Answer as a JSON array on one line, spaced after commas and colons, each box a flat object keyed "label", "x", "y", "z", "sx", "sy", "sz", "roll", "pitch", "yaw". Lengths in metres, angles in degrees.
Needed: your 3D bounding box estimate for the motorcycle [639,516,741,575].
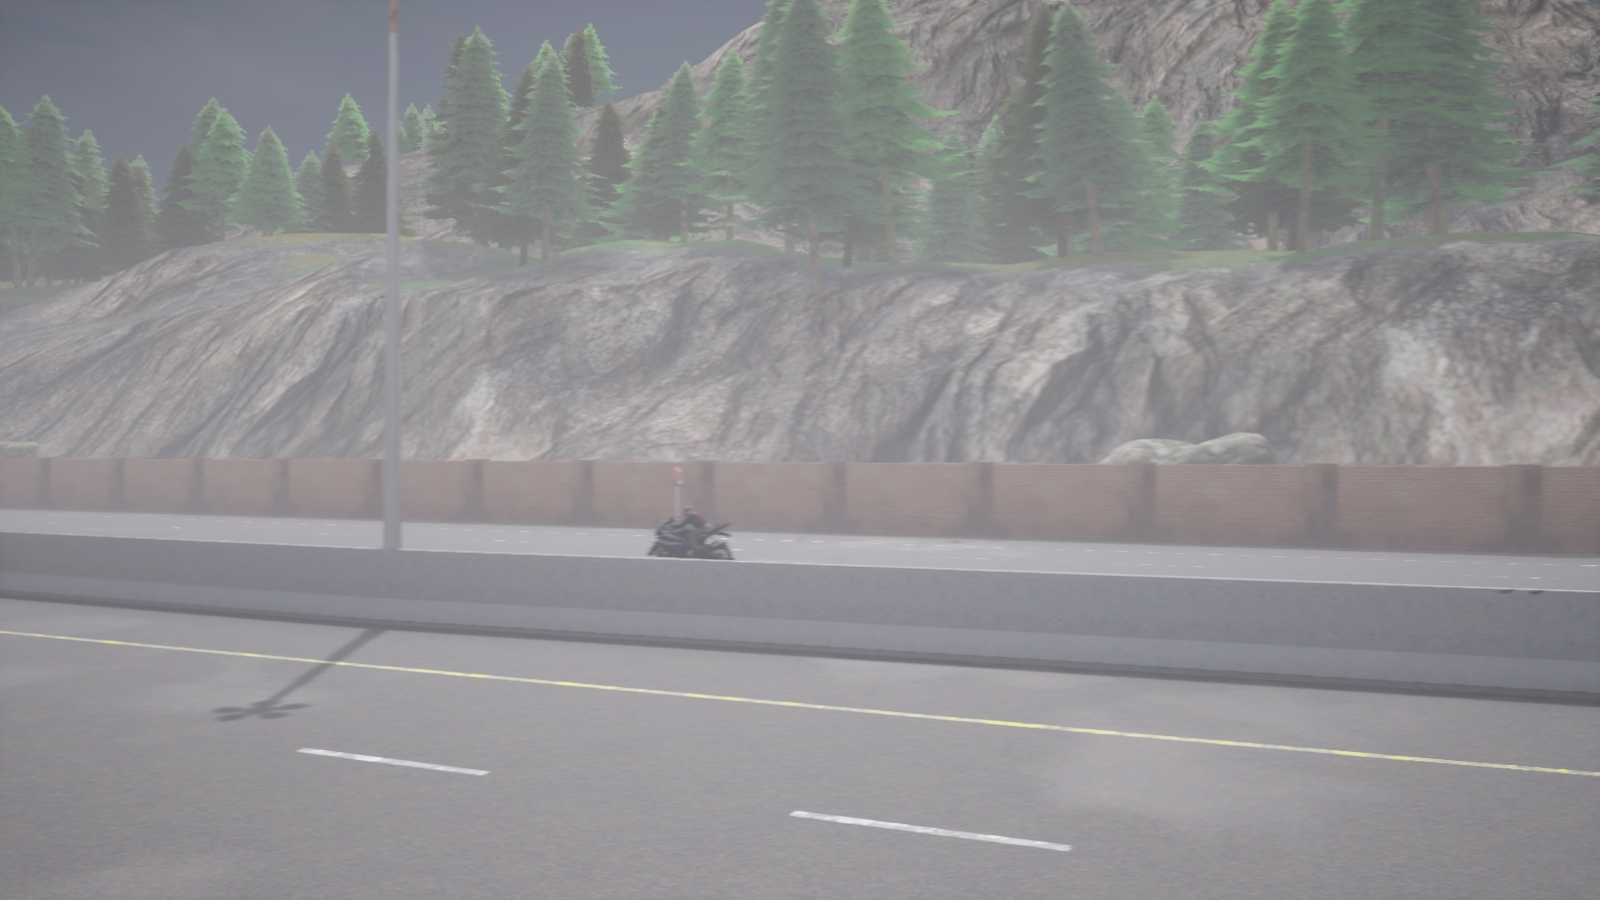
[{"label": "motorcycle", "x": -2.575, "y": 2.211, "z": 26.688, "sx": 2.209, "sy": 1.251, "sz": 0.867, "roll": 0, "pitch": 0, "yaw": 23}]
